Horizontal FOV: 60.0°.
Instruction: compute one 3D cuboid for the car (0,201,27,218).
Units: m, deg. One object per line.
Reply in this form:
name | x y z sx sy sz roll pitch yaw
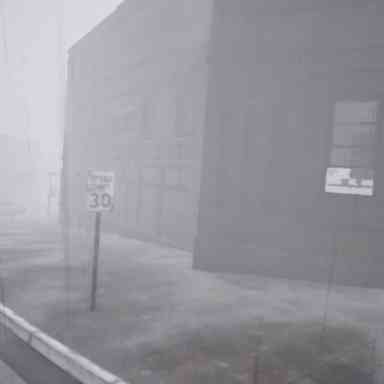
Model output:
car | -19.492 1.713 35.655 2.097 1.767 4.553 4 -1 -6
